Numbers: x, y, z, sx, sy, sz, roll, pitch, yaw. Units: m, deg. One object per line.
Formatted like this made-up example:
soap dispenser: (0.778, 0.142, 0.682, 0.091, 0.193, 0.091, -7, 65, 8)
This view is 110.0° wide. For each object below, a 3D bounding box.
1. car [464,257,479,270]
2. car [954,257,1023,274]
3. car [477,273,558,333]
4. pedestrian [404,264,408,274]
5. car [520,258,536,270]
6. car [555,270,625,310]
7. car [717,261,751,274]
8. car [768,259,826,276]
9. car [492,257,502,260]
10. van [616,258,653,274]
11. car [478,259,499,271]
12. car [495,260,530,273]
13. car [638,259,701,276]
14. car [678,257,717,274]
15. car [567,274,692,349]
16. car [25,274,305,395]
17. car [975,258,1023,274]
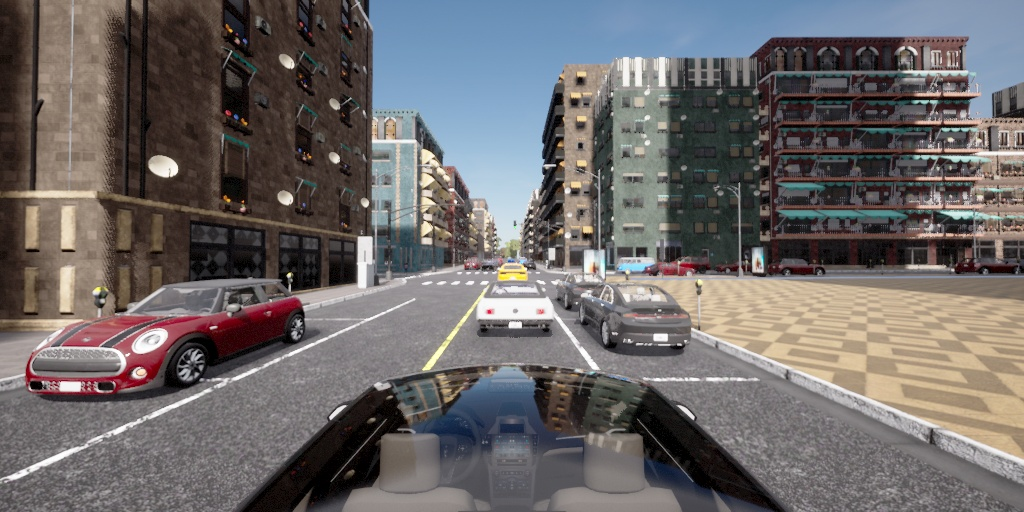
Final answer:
car: (-5.798, 1.132, 52.753, 2.192, 1.841, 5.009, 0, 0, 0)
car: (41.282, 0.839, 31.050, 4.097, 1.591, 1.967, 0, 0, 0)
car: (0.080, 1.362, 10.806, 1.895, 1.301, 4.718, 0, 0, 0)
pedestrian: (-12.616, 1.136, 42.664, 0.375, 1.860, 0.375, 0, 0, 0)
car: (2.582, 1.383, 52.731, 1.948, 1.339, 4.313, 0, 0, 0)
car: (2.793, 1.316, 14.539, 2.007, 1.370, 4.403, 0, 0, 0)
car: (24.745, 1.201, 39.513, 4.507, 1.381, 1.888, 0, 0, 0)
car: (24.701, 0.963, 31.133, 4.097, 1.591, 1.967, 0, 0, 0)
car: (-3.208, 1.375, 60.116, 2.033, 1.411, 5.357, 0, 0, 0)
van: (13.690, 1.081, 39.569, 3.998, 1.789, 1.690, 0, 0, 0)
car: (-3.220, 1.415, 50.424, 1.895, 1.301, 4.718, 0, 0, 1)
car: (0.047, 1.257, 24.922, 1.882, 1.535, 5.008, 0, 0, 0)
car: (13.645, 1.190, 31.189, 4.207, 1.307, 1.802, 0, 0, 0)
car: (19.217, 1.013, 39.541, 5.009, 1.841, 2.192, 0, 0, 0)
car: (2.806, 1.309, 8.969, 2.007, 1.370, 4.403, 0, 0, 0)
car: (-5.829, 1.196, 6.715, 1.967, 1.591, 4.097, 0, 0, 0)
car: (47.448, 0.943, 33.626, 5.357, 1.411, 2.033, 0, -1, 0)
